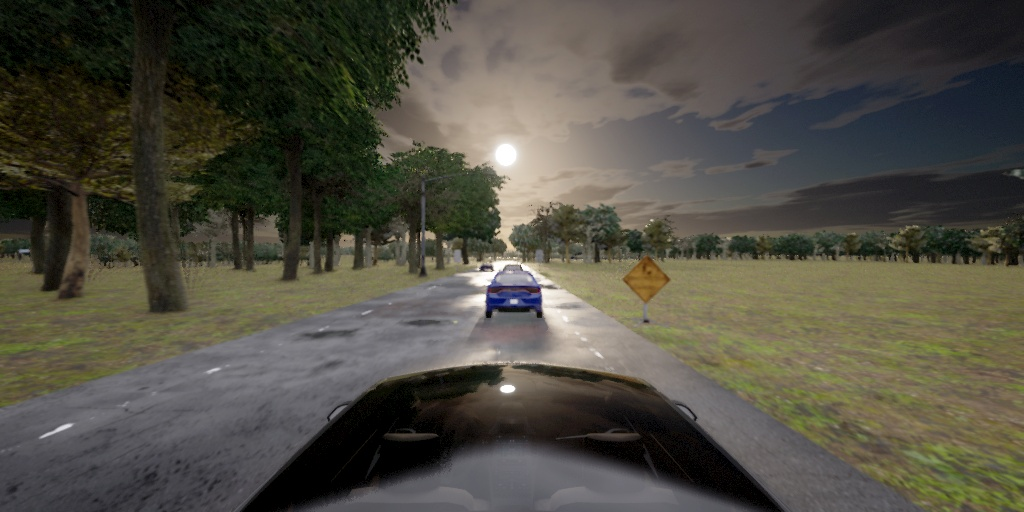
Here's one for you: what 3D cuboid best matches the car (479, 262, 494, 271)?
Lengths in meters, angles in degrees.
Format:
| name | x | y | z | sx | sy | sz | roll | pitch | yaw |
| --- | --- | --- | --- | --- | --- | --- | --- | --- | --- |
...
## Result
| name | x | y | z | sx | sy | sz | roll | pitch | yaw |
| --- | --- | --- | --- | --- | --- | --- | --- | --- | --- |
| car | -3.570 | 1.560 | 51.231 | 1.895 | 1.301 | 4.718 | 0 | 0 | 0 |

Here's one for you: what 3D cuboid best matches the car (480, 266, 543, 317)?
| name | x | y | z | sx | sy | sz | roll | pitch | yaw |
| --- | --- | --- | --- | --- | --- | --- | --- | --- | --- |
| car | 0.075 | 1.278 | 13.359 | 1.882 | 1.535 | 5.008 | 0 | -1 | 0 |

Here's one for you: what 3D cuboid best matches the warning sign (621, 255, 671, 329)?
| name | x | y | z | sx | sy | sz | roll | pitch | yaw |
| --- | --- | --- | --- | --- | --- | --- | --- | --- | --- |
| warning sign | 3.549 | 0.899 | 9.581 | 1.300 | 1.860 | 1.060 | 0 | 0 | 0 |

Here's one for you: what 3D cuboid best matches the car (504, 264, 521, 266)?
| name | x | y | z | sx | sy | sz | roll | pitch | yaw |
| --- | --- | --- | --- | --- | --- | --- | --- | --- | --- |
| car | 0.070 | 1.367 | 27.753 | 1.837 | 1.490 | 4.892 | 0 | 0 | 0 |
